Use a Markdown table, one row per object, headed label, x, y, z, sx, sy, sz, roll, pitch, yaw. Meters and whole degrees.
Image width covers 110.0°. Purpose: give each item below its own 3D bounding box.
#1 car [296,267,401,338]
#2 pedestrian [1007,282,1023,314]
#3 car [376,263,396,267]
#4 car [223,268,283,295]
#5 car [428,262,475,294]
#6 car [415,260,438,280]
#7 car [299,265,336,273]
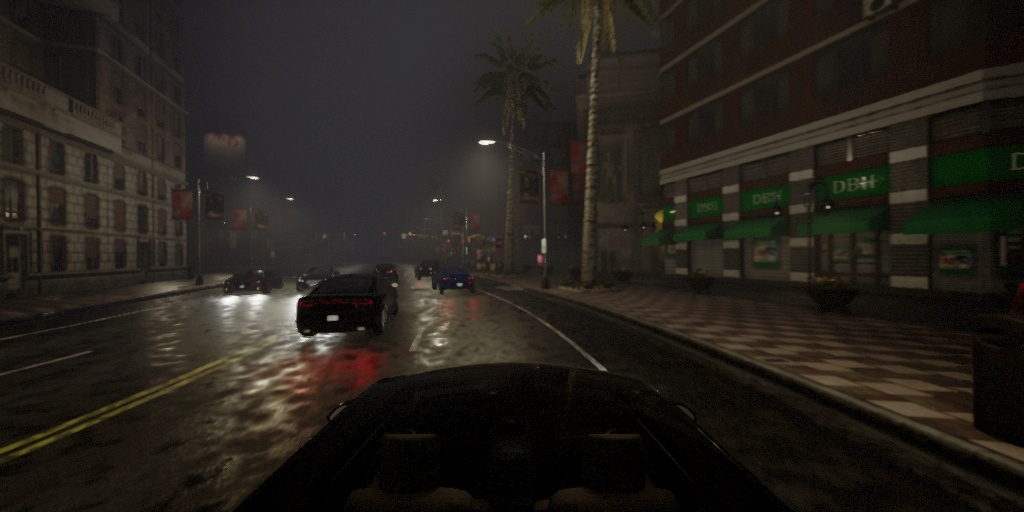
| label | x | y | z | sx | sy | sz | roll | pitch | yaw |
| --- | --- | --- | --- | --- | --- | --- | --- | --- | --- |
| car | -4.512 | 1.256 | 10.537 | 1.882 | 1.535 | 5.008 | 0 | 0 | -11 |
| pedestrian | 5.429 | 0.822 | 3.590 | 0.375 | 1.860 | 0.375 | -1 | 0 | -3 |
| car | -9.529 | 1.295 | 27.155 | 1.837 | 1.490 | 4.892 | -1 | 0 | -18 |
| car | -14.992 | 1.436 | 20.986 | 1.994 | 1.385 | 4.181 | -1 | 0 | -18 |
| car | -3.349 | 1.264 | 20.084 | 1.812 | 1.442 | 4.674 | -1 | 0 | -19 |
| car | -7.388 | 1.104 | 31.710 | 2.097 | 1.767 | 4.553 | -1 | 0 | -19 |
| car | -11.559 | 1.322 | 21.754 | 2.128 | 1.511 | 4.902 | -1 | 0 | -18 |
